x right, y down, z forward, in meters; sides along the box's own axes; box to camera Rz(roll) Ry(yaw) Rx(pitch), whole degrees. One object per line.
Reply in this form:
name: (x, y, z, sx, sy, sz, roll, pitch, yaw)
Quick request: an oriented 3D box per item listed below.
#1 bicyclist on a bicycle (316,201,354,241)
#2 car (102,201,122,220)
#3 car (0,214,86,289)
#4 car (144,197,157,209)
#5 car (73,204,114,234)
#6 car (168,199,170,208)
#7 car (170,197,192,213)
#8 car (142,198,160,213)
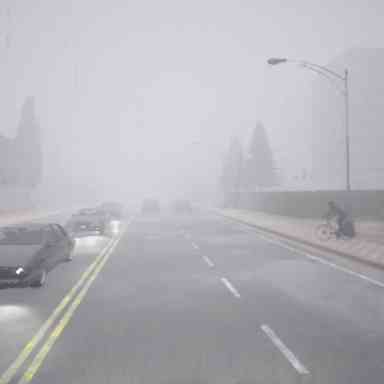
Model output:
bicyclist on a bicycle: (5.825, 1.179, 13.555, 1.656, 1.620, 0.582, -1, 0, -7)
car: (-7.260, 1.612, 29.534, 1.837, 1.490, 4.892, -1, 0, -7)
car: (-4.739, 1.627, 9.622, 2.033, 1.411, 5.357, -1, 0, -7)
car: (-6.005, 1.572, 48.090, 1.837, 1.490, 4.892, -1, 0, -7)
car: (-5.996, 1.657, 19.513, 1.994, 1.385, 4.181, -1, 0, -7)
car: (-2.493, 1.477, 48.886, 1.882, 1.535, 5.008, -1, 0, -7)
car: (-1.075, 1.531, 37.768, 2.033, 1.411, 5.357, -1, 0, -7)
car: (-4.613, 1.542, 37.544, 2.128, 1.511, 4.902, -1, 0, -7)
